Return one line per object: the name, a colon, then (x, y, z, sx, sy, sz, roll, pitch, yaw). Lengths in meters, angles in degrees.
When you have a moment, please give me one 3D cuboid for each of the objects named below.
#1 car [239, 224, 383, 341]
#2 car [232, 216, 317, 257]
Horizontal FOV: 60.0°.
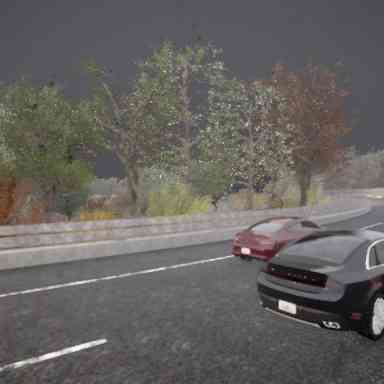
car: (3.345, 1.505, 6.600, 4.892, 1.490, 1.837, 0, 0, -39)
car: (3.320, 1.534, 11.095, 4.674, 1.442, 1.812, 0, 0, -40)
